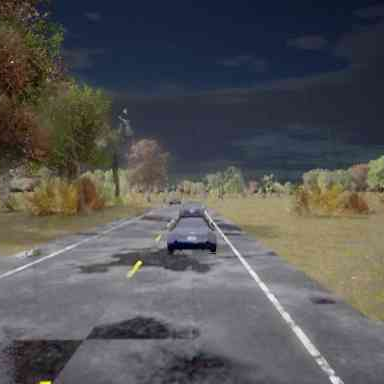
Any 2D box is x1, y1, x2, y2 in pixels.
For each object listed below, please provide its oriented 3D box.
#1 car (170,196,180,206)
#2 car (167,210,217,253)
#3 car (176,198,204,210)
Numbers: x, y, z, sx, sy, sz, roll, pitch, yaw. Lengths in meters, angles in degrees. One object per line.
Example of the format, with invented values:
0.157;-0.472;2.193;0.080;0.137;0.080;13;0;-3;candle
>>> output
-3.520;1.855;70.934;2.150;2.045;5.566;0;0;0;car
0.002;1.698;14.307;1.994;1.385;4.181;0;0;0;car
-0.005;1.619;29.069;2.097;1.767;4.553;0;-1;0;car
